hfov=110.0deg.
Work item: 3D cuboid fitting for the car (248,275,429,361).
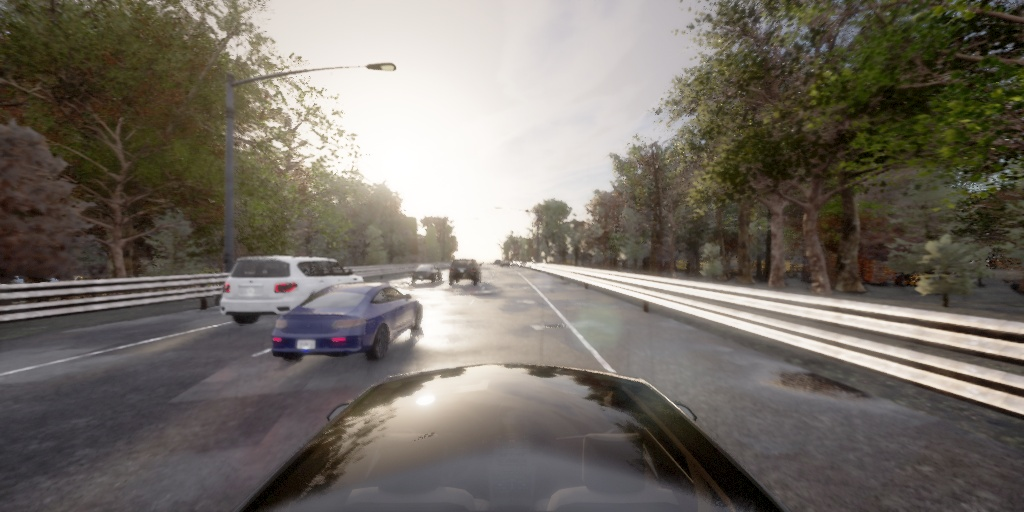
[{"bbox_3d":[-3.435,1.327,8.281,1.812,1.442,4.674,0,0,0],"label":"car"}]

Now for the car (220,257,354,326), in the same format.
[{"bbox_3d":[-6.965,1.054,12.225,2.150,2.045,5.566,0,-1,0],"label":"car"}]

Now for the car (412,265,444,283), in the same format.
[{"bbox_3d":[-7.217,1.519,30.625,1.812,1.442,4.674,0,-1,-1],"label":"car"}]

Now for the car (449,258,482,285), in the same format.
[{"bbox_3d":[-3.660,1.197,28.665,2.150,2.045,5.566,0,-1,-1],"label":"car"}]
